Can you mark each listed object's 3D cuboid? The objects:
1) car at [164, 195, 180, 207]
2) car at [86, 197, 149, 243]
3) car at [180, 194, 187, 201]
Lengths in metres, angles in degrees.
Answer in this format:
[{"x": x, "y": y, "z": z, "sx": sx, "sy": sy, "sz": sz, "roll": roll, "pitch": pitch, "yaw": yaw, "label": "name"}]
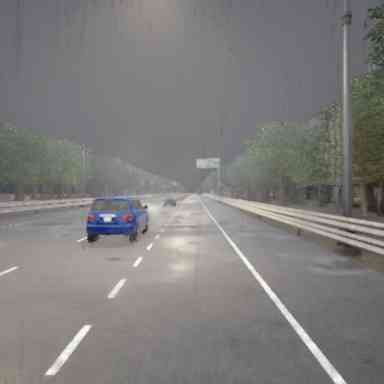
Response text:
[{"x": -3.342, "y": 1.547, "z": 52.362, "sx": 1.837, "sy": 1.490, "sz": 4.892, "roll": 0, "pitch": 0, "yaw": 0, "label": "car"}, {"x": -3.484, "y": 1.234, "z": 16.430, "sx": 2.150, "sy": 2.045, "sz": 5.566, "roll": 0, "pitch": 0, "yaw": 0, "label": "car"}, {"x": -3.072, "y": 1.594, "z": 87.554, "sx": 1.994, "sy": 1.385, "sz": 4.181, "roll": 0, "pitch": 0, "yaw": 1, "label": "car"}]
